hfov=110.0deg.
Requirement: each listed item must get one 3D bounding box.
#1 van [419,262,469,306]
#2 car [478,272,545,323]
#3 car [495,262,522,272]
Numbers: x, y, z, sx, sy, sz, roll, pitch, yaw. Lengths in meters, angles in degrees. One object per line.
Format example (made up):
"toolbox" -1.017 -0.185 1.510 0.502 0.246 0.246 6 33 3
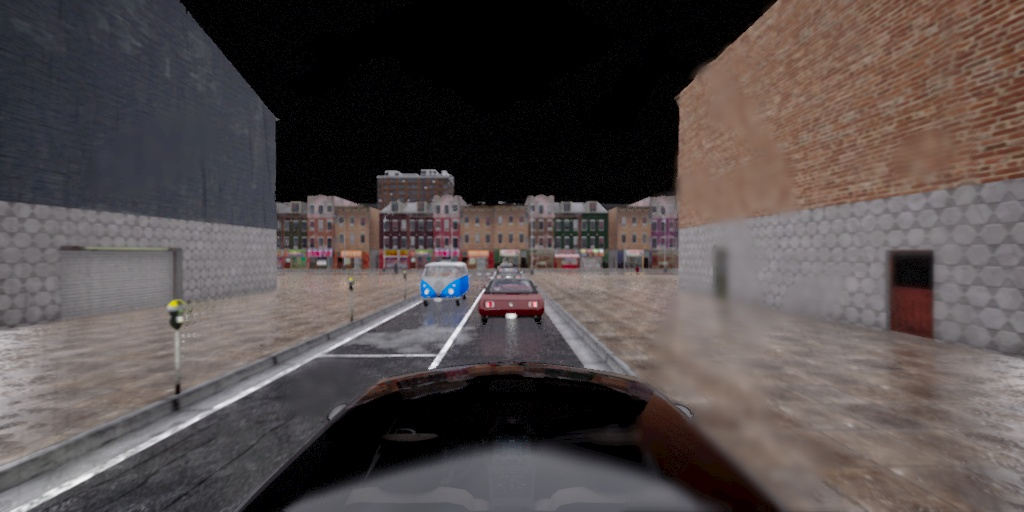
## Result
"van" -2.839 1.146 15.706 1.690 1.789 3.998 0 0 -1
"car" -0.045 1.391 12.233 1.895 1.301 4.718 0 0 -1
"car" -0.250 1.391 25.026 2.033 1.411 5.357 0 0 -1
